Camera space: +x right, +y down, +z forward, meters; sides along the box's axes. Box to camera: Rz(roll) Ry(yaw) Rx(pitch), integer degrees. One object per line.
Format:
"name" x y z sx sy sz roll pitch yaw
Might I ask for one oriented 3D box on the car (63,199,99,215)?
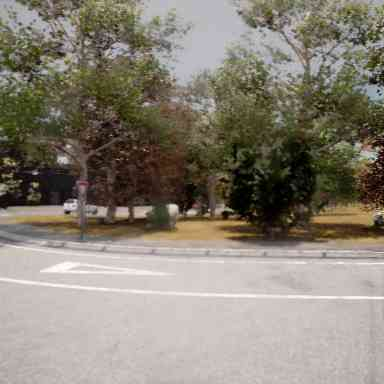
"car" -15.098 2.122 45.492 2.150 2.045 5.566 1 -4 21
